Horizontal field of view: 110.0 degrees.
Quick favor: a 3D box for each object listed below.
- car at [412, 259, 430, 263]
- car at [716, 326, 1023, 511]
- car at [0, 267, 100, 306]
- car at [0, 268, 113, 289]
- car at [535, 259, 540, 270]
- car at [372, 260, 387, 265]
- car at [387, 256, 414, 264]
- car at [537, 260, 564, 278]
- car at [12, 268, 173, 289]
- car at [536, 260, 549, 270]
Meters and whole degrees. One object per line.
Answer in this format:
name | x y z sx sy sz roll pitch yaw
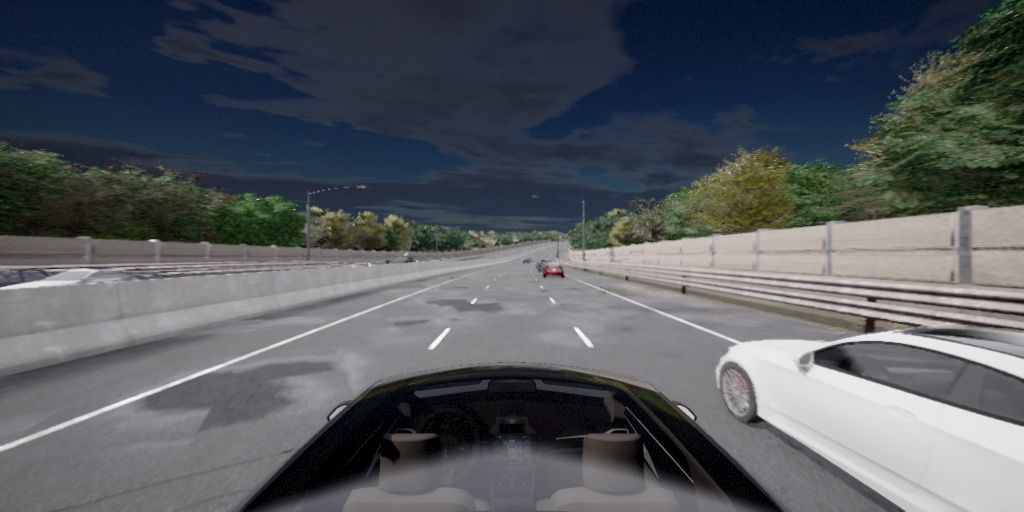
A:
car | -12.941 1.424 53.786 1.994 1.385 4.181 0 0 3
car | 3.608 1.284 2.805 1.812 1.442 4.674 0 0 0
car | -21.034 1.241 14.742 2.033 1.411 5.357 0 0 1
car | -17.520 1.228 14.811 1.812 1.442 4.674 0 0 1
car | 4.287 1.305 45.880 2.033 1.649 4.856 0 0 2
car | -19.875 1.343 55.262 1.837 1.490 4.892 0 0 3
car | -16.408 1.079 54.515 2.150 2.045 5.566 0 0 3
car | 3.939 1.314 35.018 2.163 1.488 4.792 0 0 2
car | -14.037 1.276 12.940 1.994 1.385 4.181 0 0 1
car | 4.738 1.436 56.767 1.882 1.535 5.008 0 0 3
